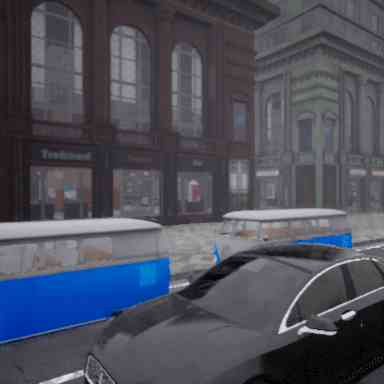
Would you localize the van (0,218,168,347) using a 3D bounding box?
[{"bbox_3d":[-2.248,1.339,5.048,3.998,1.788,1.690,0,0,-36],"label":"van"}]

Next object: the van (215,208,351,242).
[{"bbox_3d":[2.340,1.329,8.322,3.998,1.788,1.690,0,0,-36],"label":"van"}]

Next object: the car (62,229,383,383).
[{"bbox_3d":[1.171,1.499,4.215,4.892,1.490,1.837,0,0,-36],"label":"car"}]
